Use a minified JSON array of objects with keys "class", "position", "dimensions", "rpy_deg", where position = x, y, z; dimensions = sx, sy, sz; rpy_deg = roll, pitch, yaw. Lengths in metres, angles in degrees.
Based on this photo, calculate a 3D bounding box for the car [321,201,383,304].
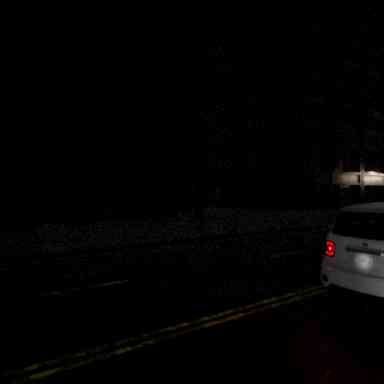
[{"class":"car","position":[5.093,1.208,7.108],"dimensions":[5.566,2.045,2.150],"rpy_deg":[0,0,-35]}]
